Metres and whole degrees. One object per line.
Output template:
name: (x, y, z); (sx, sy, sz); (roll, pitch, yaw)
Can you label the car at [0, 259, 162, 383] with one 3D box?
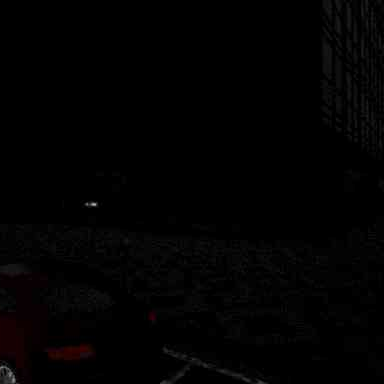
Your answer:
car: (-2.294, 1.616, 4.596); (4.206, 1.307, 1.802); (-1, 0, 35)
